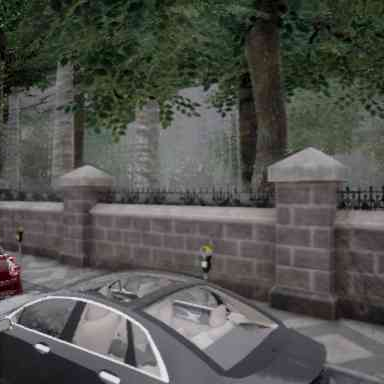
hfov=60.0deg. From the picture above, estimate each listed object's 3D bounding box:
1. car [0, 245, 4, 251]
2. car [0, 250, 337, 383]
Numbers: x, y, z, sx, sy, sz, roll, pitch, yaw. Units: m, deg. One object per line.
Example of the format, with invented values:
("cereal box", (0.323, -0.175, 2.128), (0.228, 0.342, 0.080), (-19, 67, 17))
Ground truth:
("car", (-5.283, 1.462, 6.734), (4.097, 1.590, 1.967), (0, 0, 36))
("car", (-0.841, 1.558, 3.564), (4.403, 1.369, 2.008), (0, 0, 36))
